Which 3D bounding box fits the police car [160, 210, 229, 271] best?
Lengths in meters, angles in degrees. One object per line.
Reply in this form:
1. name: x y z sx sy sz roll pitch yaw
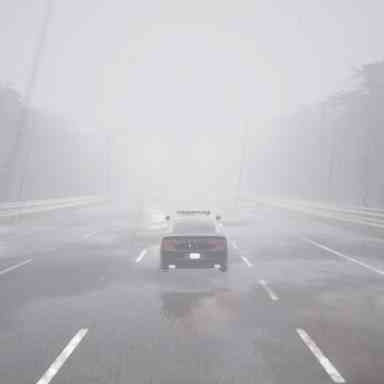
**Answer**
1. police car: 0.046 1.418 10.980 1.930 1.638 5.238 0 0 -1
